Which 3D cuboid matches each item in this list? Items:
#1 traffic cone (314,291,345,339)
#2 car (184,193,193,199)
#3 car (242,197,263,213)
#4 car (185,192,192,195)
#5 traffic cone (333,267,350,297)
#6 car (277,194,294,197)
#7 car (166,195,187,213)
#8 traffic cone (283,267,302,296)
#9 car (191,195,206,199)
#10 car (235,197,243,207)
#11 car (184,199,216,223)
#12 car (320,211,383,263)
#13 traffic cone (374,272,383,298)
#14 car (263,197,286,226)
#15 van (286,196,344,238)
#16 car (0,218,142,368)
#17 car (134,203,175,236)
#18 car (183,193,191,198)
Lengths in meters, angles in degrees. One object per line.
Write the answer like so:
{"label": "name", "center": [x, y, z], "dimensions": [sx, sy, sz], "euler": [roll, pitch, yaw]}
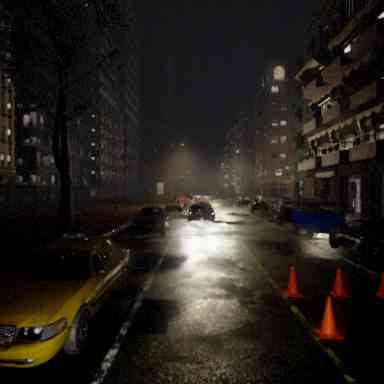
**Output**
{"label": "traffic cone", "center": [2.148, 1.937, 5.226], "dimensions": [0.340, 0.580, 0.340], "euler": [1, 0, 1]}
{"label": "car", "center": [-0.876, 1.028, 82.791], "dimensions": [1.947, 1.339, 4.313], "euler": [0, 0, 1]}
{"label": "car", "center": [6.626, 1.380, 33.673], "dimensions": [2.008, 1.369, 4.403], "euler": [1, 0, 1]}
{"label": "car", "center": [-0.973, 0.807, 77.268], "dimensions": [2.192, 1.841, 5.009], "euler": [0, 0, 1]}
{"label": "traffic cone", "center": [3.184, 1.933, 7.207], "dimensions": [0.340, 0.580, 0.340], "euler": [1, 0, 1]}
{"label": "car", "center": [17.908, 1.087, 63.946], "dimensions": [4.403, 1.369, 2.008], "euler": [0, 1, 0]}
{"label": "car", "center": [-1.755, 1.276, 33.653], "dimensions": [1.752, 1.417, 4.829], "euler": [1, 0, 1]}
{"label": "traffic cone", "center": [2.184, 1.924, 7.225], "dimensions": [0.340, 0.580, 0.340], "euler": [1, 0, 1]}
{"label": "car", "center": [1.125, 1.310, 44.202], "dimensions": [1.895, 1.301, 4.718], "euler": [1, 0, 1]}
{"label": "car", "center": [6.824, 1.310, 44.737], "dimensions": [2.008, 1.369, 4.403], "euler": [1, 0, 1]}
{"label": "car", "center": [0.670, 1.440, 23.852], "dimensions": [1.895, 1.301, 4.718], "euler": [1, 0, 1]}
{"label": "car", "center": [6.229, 1.558, 11.547], "dimensions": [1.802, 1.307, 4.206], "euler": [1, 0, 1]}
{"label": "traffic cone", "center": [4.183, 1.943, 7.189], "dimensions": [0.340, 0.580, 0.340], "euler": [1, 0, 1]}
{"label": "car", "center": [6.429, 1.343, 22.609], "dimensions": [1.967, 1.590, 4.097], "euler": [1, 0, 1]}
{"label": "van", "center": [6.331, 1.281, 17.077], "dimensions": [1.690, 1.788, 3.998], "euler": [1, 0, 1]}
{"label": "car", "center": [-2.251, 1.460, 5.995], "dimensions": [1.752, 1.417, 4.829], "euler": [1, 0, 1]}
{"label": "car", "center": [-2.050, 1.441, 17.229], "dimensions": [1.802, 1.307, 4.206], "euler": [1, 0, 1]}
{"label": "car", "center": [-1.554, 1.224, 44.887], "dimensions": [1.887, 1.381, 4.507], "euler": [1, 0, 1]}
